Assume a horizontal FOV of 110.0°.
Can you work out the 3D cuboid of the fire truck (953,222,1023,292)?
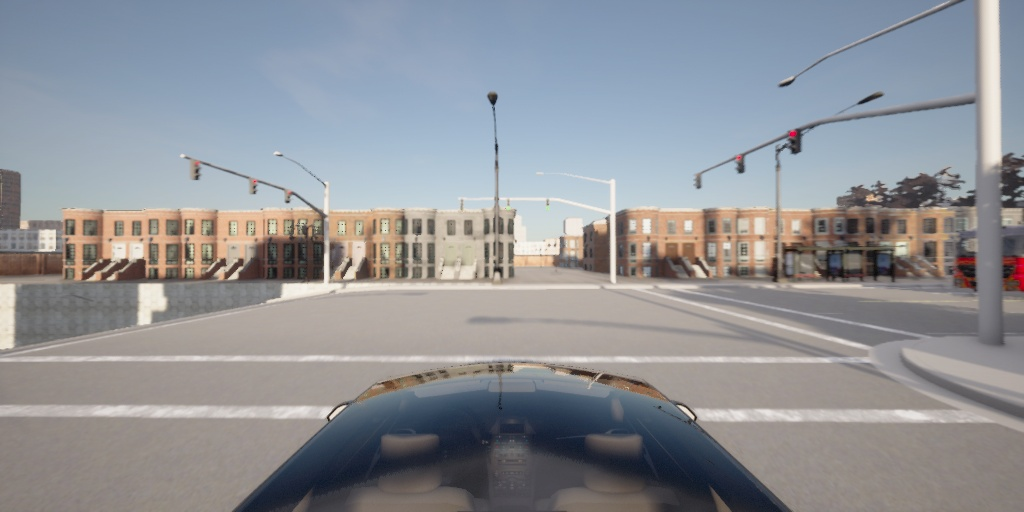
[{"bbox_3d":[27.992,0.141,18.074,8.468,3.827,2.891,0,-1,0],"label":"fire truck"}]
